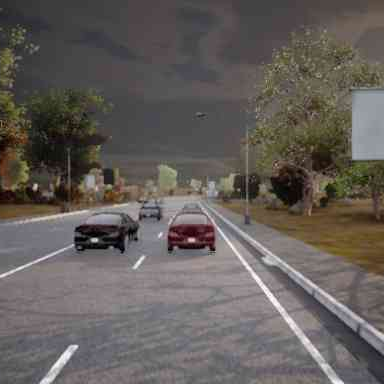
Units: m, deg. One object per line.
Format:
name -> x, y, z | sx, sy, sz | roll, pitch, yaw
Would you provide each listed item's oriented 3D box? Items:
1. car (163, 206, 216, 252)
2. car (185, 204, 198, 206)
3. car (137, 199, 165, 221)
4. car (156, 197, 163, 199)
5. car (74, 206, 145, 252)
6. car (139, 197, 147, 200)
car -> -0.006, 1.595, 14.499 | 1.882, 1.535, 5.008 | 0, 0, 0
car -> -0.022, 1.759, 29.284 | 1.994, 1.385, 4.181 | 0, 0, 0
car -> -3.523, 1.687, 29.298 | 2.128, 1.511, 4.902 | 0, 0, 0
car -> -7.069, 1.919, 71.709 | 2.128, 1.511, 4.902 | 0, 0, 0
car -> -3.506, 1.595, 14.487 | 1.882, 1.535, 5.008 | 0, 0, 0
car -> -10.569, 1.871, 71.706 | 1.882, 1.535, 5.008 | 0, 0, 0
